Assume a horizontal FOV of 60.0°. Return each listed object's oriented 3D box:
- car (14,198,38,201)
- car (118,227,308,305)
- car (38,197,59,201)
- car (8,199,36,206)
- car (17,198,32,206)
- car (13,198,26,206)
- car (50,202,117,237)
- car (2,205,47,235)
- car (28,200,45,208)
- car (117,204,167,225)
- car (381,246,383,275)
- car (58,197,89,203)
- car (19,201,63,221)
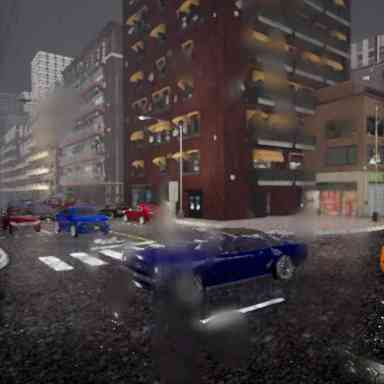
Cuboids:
[{"bbox_3d":[-24.892,1.743,50.065,2.097,1.767,4.553,-1,0,-36],"label":"car"},{"bbox_3d":[0.673,1.584,8.175,4.718,1.301,1.895,-1,0,-35],"label":"car"},{"bbox_3d":[-20.017,1.642,47.723,2.192,1.841,5.009,-2,0,-36],"label":"car"},{"bbox_3d":[-19.128,1.835,36.657,2.033,1.411,5.357,-1,0,-36],"label":"car"},{"bbox_3d":[-33.284,1.976,66.085,1.967,1.590,4.097,-2,0,-36],"label":"car"},{"bbox_3d":[-36.699,2.115,70.813,1.752,1.417,4.829,-2,0,-36],"label":"car"},{"bbox_3d":[-6.283,1.569,18.859,1.882,1.535,5.008,-1,0,-36],"label":"car"},{"bbox_3d":[-10.391,1.725,20.162,1.802,1.307,4.206,-1,0,-36],"label":"car"},{"bbox_3d":[-26.646,2.013,56.905,1.802,1.307,4.206,-2,0,-36],"label":"car"},{"bbox_3d":[-3.626,1.620,25.049,1.887,1.381,4.507,-2,0,-36],"label":"car"},{"bbox_3d":[6.845,1.283,8.575,4.553,1.767,2.097,-1,0,-36],"label":"car"},{"bbox_3d":[-13.382,1.540,38.541,2.192,1.841,5.009,-2,0,-36],"label":"car"},{"bbox_3d":[-12.470,1.733,27.418,2.033,1.411,5.357,-1,0,-36],"label":"car"}]
